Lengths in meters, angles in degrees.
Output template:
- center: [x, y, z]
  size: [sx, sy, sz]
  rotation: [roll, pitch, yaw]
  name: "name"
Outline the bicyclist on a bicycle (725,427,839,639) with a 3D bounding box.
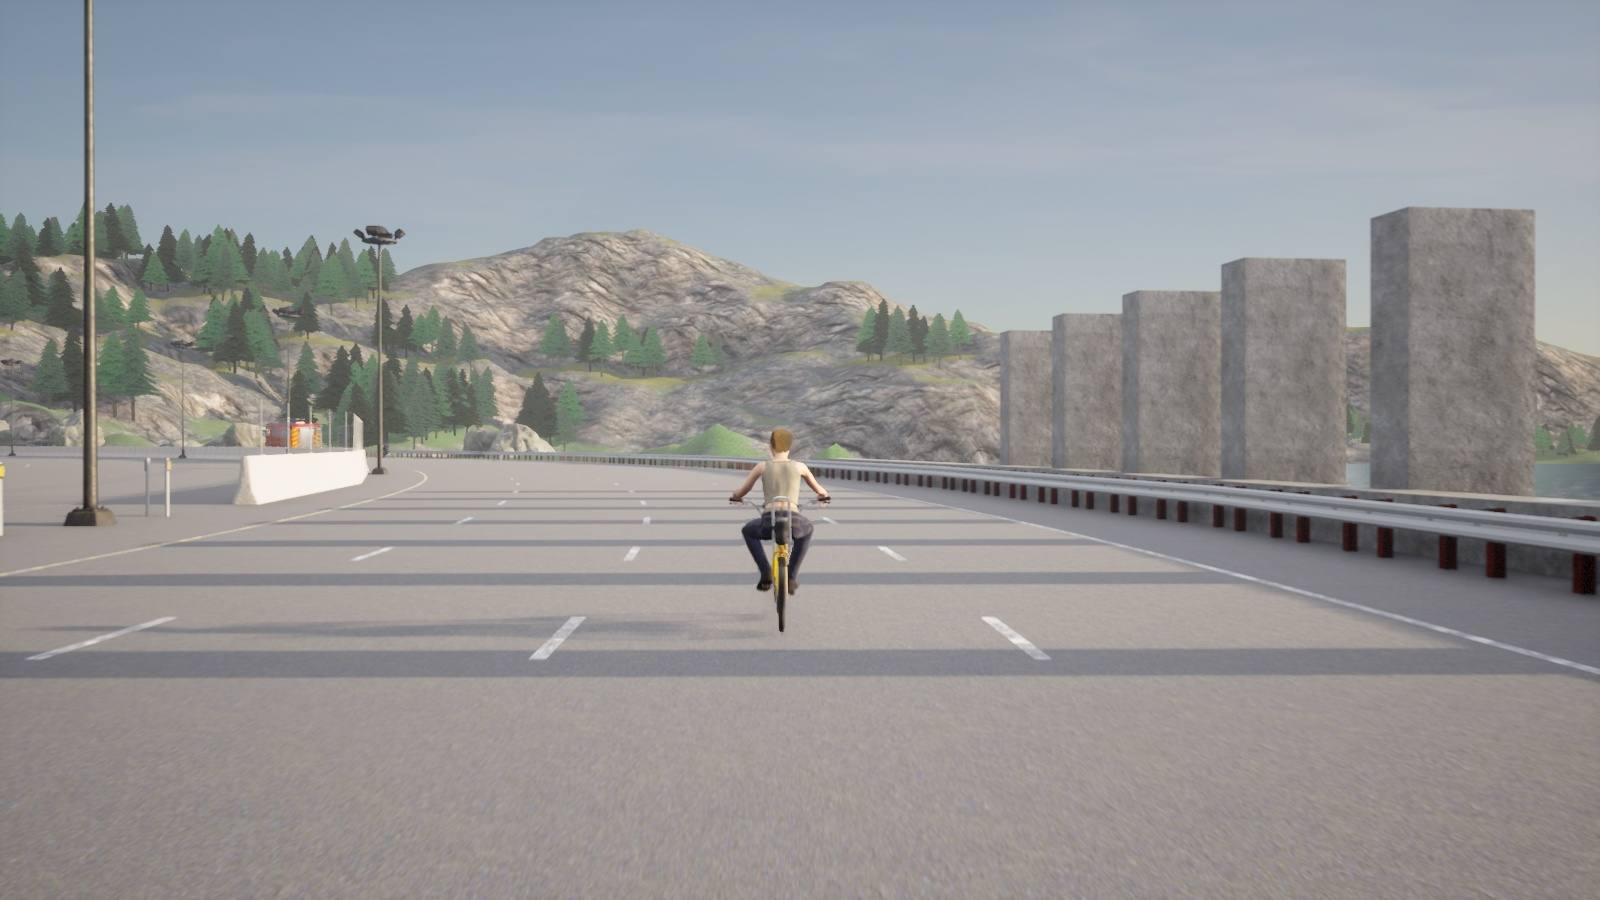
- center: [-0.161, 0.627, 10.317]
  size: [0.866, 1.612, 1.509]
  rotation: [0, 0, -2]
  name: "bicyclist on a bicycle"
